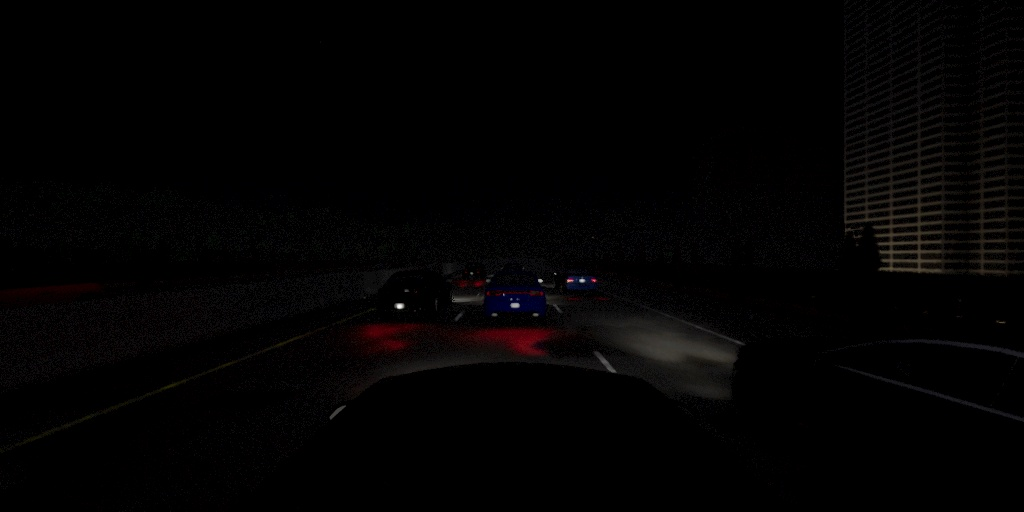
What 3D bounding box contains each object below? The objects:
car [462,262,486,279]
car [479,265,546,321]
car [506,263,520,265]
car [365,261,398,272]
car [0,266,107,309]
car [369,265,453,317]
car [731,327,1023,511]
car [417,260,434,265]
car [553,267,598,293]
[{"bbox_3d":[-3.439,1.306,33.023,1.812,1.442,4.674,0,0,0],"label":"car"},{"bbox_3d":[0.091,1.237,12.533,1.882,1.535,5.008,0,0,0],"label":"car"},{"bbox_3d":[0.076,1.324,31.007,2.033,1.411,5.357,0,0,0],"label":"car"},{"bbox_3d":[-10.614,1.258,29.999,1.882,1.535,5.008,0,0,0],"label":"car"},{"bbox_3d":[-14.104,1.115,9.571,2.097,1.767,4.553,0,0,0],"label":"car"},{"bbox_3d":[-3.410,1.267,13.300,1.837,1.490,4.892,0,0,0],"label":"car"},{"bbox_3d":[3.588,1.241,2.423,2.128,1.511,4.902,0,0,0],"label":"car"},{"bbox_3d":[-14.051,1.355,58.639,2.033,1.411,5.357,0,0,0],"label":"car"},{"bbox_3d":[3.586,1.313,20.827,2.033,1.411,5.357,0,0,0],"label":"car"}]
